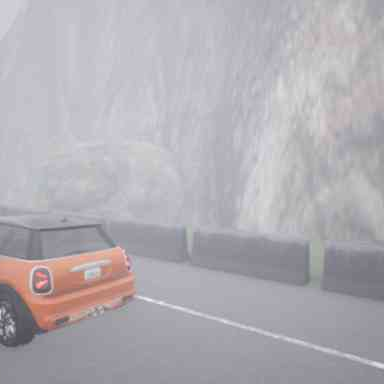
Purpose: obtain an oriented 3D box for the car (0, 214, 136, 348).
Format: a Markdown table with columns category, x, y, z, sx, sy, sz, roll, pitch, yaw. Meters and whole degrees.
| category | x | y | z | sx | sy | sz | roll | pitch | yaw |
| --- | --- | --- | --- | --- | --- | --- | --- | --- | --- |
| car | -3.245 | 1.210 | 6.309 | 4.553 | 1.767 | 2.097 | 2 | 1 | 36 |
